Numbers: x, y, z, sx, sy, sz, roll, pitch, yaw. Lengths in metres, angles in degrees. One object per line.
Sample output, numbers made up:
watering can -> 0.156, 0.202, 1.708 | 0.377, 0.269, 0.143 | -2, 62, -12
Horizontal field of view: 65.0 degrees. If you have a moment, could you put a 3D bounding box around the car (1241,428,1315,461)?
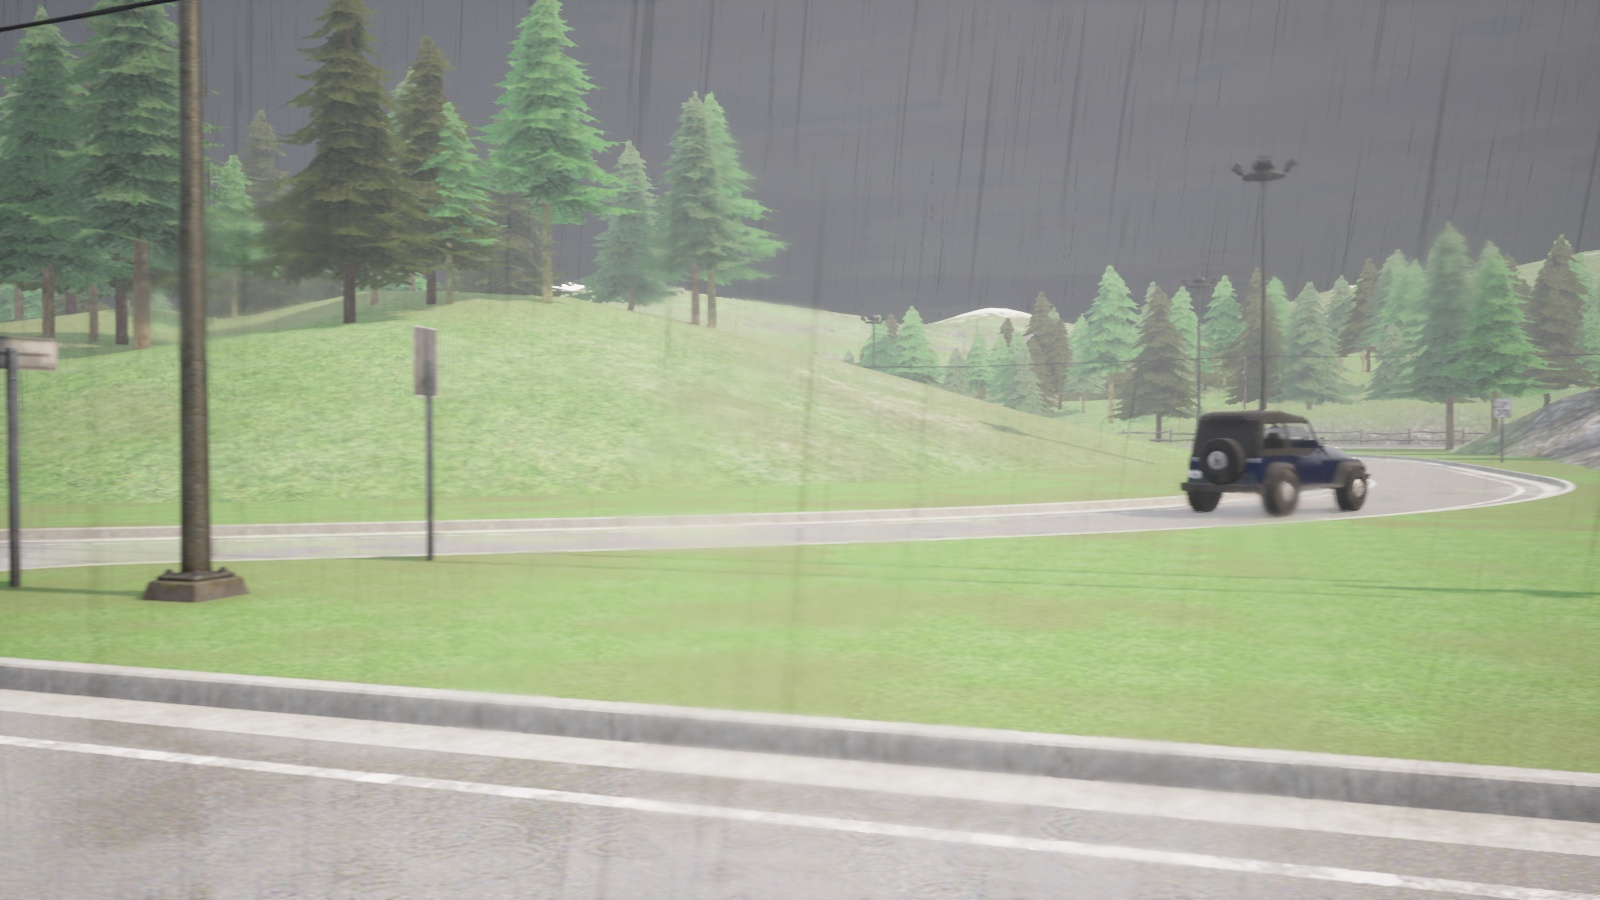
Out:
car -> 26.564, -0.335, 69.952 | 2.097, 1.767, 4.553 | 0, 1, -4

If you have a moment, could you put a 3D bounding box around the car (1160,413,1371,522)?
car -> 8.747, 0.279, 23.512 | 3.866, 1.878, 1.905 | 0, 1, -37
